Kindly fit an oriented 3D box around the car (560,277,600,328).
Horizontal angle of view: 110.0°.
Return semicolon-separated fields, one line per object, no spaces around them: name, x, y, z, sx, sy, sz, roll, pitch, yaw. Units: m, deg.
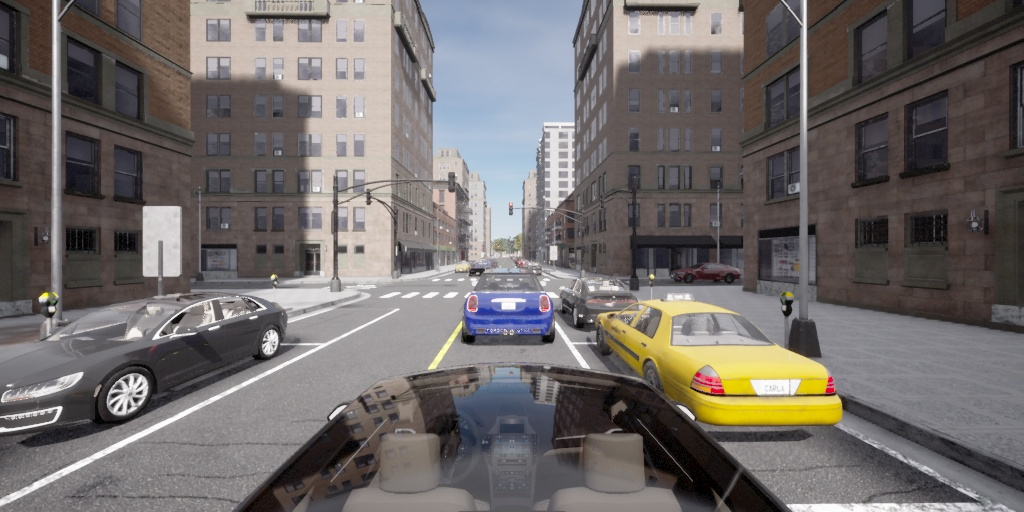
car;2.533;1.300;11.130;2.007;1.370;4.403;0;0;-1

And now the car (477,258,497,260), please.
car;-3.381;1.294;46.264;2.033;1.411;5.357;0;0;0

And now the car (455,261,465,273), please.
car;-5.889;1.272;43.415;1.751;1.417;4.829;0;0;-1

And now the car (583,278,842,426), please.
car;2.602;1.275;5.894;1.751;1.417;4.829;0;0;-1

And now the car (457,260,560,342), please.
car;-0.085;1.102;9.885;2.097;1.767;4.553;0;0;0

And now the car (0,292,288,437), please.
car;-5.429;1.300;5.625;2.007;1.370;4.403;0;0;-1

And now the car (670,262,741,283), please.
car;13.930;1.186;25.907;4.674;1.442;1.812;0;0;1

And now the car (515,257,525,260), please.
car;1.925;1.182;60.729;1.967;1.591;4.097;0;0;-1

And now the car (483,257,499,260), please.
car;-3.497;1.308;56.270;1.994;1.385;4.181;0;0;-1
